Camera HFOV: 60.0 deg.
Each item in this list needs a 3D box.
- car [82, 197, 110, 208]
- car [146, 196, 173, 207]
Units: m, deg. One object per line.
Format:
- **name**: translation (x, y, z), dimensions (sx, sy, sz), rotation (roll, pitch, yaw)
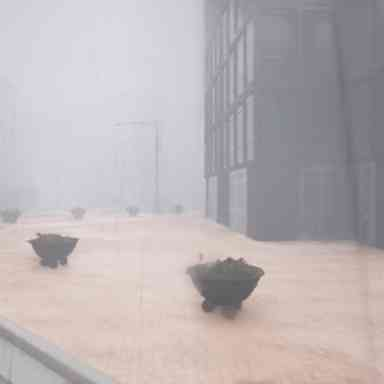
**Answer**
- **car**: translation (-15.747, 1.711, 54.700), dimensions (2.097, 1.767, 4.553), rotation (0, -1, 39)
- **car**: translation (-5.970, 1.741, 61.224), dimensions (2.150, 2.045, 5.566), rotation (0, -1, 39)
